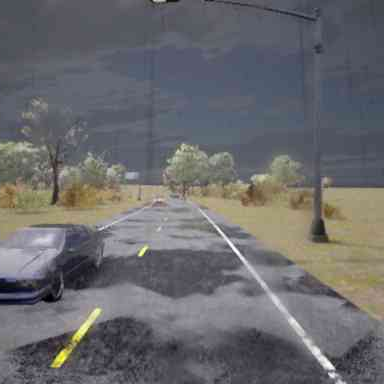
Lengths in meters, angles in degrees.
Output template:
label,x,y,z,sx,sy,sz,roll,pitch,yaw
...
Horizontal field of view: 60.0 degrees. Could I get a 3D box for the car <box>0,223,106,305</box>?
label,x,y,z,sx,sy,sz,roll,pitch,yaw
car,-3.647,1.530,8.461,2.033,1.411,5.357,0,0,0

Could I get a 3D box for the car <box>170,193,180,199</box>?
label,x,y,z,sx,sy,sz,roll,pitch,yaw
car,-4.408,1.224,93.205,1.812,1.442,4.674,0,0,-6

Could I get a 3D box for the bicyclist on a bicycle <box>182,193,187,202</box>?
label,x,y,z,sx,sy,sz,roll,pitch,yaw
bicyclist on a bicycle,-1.289,1.264,66.467,0.866,1.612,1.509,0,0,-4

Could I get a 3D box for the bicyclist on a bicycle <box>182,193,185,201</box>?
label,x,y,z,sx,sy,sz,roll,pitch,yaw
bicyclist on a bicycle,-1.923,1.170,75.331,0.659,1.776,1.843,0,0,-4

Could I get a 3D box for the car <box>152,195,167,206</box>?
label,x,y,z,sx,sy,sz,roll,pitch,yaw
car,-4.913,1.231,50.964,2.097,1.767,4.553,0,0,-3
